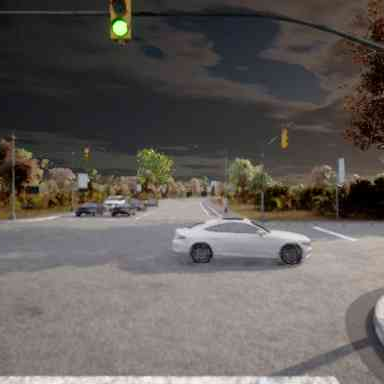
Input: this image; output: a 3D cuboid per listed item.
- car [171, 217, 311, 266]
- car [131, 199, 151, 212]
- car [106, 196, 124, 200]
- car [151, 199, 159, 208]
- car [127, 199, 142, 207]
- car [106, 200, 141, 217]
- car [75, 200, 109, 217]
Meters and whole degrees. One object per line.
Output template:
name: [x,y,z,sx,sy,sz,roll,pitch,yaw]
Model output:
car: [1.637,1.617,11.422,4.674,1.442,1.812,0,0,3]
car: [-7.021,1.914,44.213,1.994,1.385,4.181,0,0,0]
car: [-10.522,1.578,45.187,2.150,2.045,5.566,0,0,0]
car: [-6.942,1.970,58.800,1.837,1.490,4.892,0,-1,1]
car: [-10.431,1.986,60.841,1.837,1.490,4.892,0,0,1]
car: [-7.045,1.824,34.970,2.033,1.411,5.357,0,0,0]
car: [-10.545,1.824,34.983,2.033,1.411,5.357,0,0,0]
